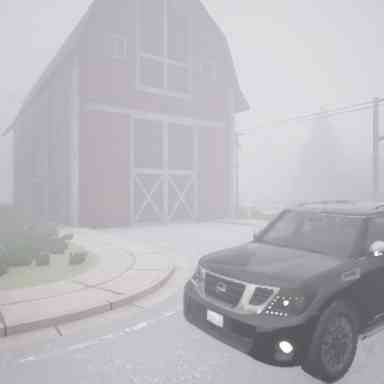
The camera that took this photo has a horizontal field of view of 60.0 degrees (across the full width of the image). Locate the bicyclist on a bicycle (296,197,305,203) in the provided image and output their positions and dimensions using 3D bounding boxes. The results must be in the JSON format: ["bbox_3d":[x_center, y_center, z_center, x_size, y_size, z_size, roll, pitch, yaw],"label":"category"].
[{"bbox_3d":[13.285,1.322,40.249,1.656,1.620,0.582,46,-25,-24],"label":"bicyclist on a bicycle"}]

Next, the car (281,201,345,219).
[{"bbox_3d":[10.964,1.574,30.625,2.033,1.411,5.357,0,0,-35],"label":"car"}]

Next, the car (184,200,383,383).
[{"bbox_3d":[2.532,1.212,5.802,5.566,2.045,2.150,-1,1,-36],"label":"car"}]
